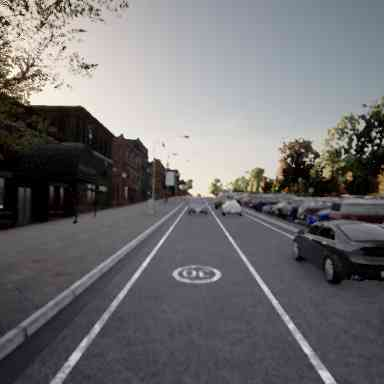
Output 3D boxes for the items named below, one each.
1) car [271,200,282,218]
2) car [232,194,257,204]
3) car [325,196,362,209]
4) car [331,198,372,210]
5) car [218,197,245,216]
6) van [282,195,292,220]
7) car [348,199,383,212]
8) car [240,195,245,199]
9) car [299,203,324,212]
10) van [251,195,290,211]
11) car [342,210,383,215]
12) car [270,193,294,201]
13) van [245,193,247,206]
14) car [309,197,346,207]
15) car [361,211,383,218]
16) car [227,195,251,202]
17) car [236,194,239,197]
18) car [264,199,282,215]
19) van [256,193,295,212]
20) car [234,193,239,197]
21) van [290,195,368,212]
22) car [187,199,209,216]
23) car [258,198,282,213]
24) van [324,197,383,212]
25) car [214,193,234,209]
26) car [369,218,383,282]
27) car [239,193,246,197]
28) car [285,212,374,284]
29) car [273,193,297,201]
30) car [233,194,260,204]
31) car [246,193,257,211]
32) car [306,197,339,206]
[{"bbox_3d":[9.482,1.672,27.985,4.792,1.488,2.163,1,0,1],"label":"car"},{"bbox_3d":[10.065,1.341,64.430,4.553,1.767,2.185,1,0,1],"label":"car"},{"bbox_3d":[22.965,1.564,50.639,4.553,1.767,2.185,1,0,1],"label":"car"},{"bbox_3d":[22.855,1.734,47.864,4.792,1.488,2.163,1,0,1],"label":"car"},{"bbox_3d":[3.880,1.579,33.282,1.812,1.442,4.674,1,0,2],"label":"car"},{"bbox_3d":[9.523,1.416,25.181,4.442,1.987,1.878,1,0,1],"label":"van"},{"bbox_3d":[22.972,1.734,42.310,5.366,1.575,1.946,1,0,1],"label":"car"},{"bbox_3d":[9.792,1.560,47.613,4.892,1.521,2.231,1,0,1],"label":"car"},{"bbox_3d":[9.300,1.633,19.575,5.008,1.535,2.097,1,0,1],"label":"car"},{"bbox_3d":[9.819,1.365,42.004,4.442,1.987,1.878,1,0,1],"label":"van"},{"bbox_3d":[9.209,1.660,13.969,4.674,1.452,2.002,1,0,1],"label":"car"},{"bbox_3d":[23.545,1.240,86.845,5.566,2.045,2.435,1,0,1],"label":"car"},{"bbox_3d":[9.868,1.350,44.807,4.442,1.987,1.878,1,0,1],"label":"van"},{"bbox_3d":[22.846,1.654,56.193,5.366,1.575,1.946,1,0,1],"label":"car"},{"bbox_3d":[8.972,1.608,11.170,5.366,1.575,1.946,1,0,1],"label":"car"},{"bbox_3d":[10.238,1.421,72.838,5.008,1.535,2.097,1,0,1],"label":"car"},{"bbox_3d":[9.895,1.568,53.219,4.674,1.452,2.002,1,0,1],"label":"car"},{"bbox_3d":[9.499,1.677,30.793,4.674,1.452,2.002,1,0,1],"label":"car"},{"bbox_3d":[9.720,1.395,36.400,4.442,1.987,1.878,1,0,1],"label":"van"},{"bbox_3d":[9.921,1.261,56.021,5.566,2.045,2.435,1,0,1],"label":"car"},{"bbox_3d":[9.240,1.411,22.384,4.442,1.987,1.878,1,0,1],"label":"van"},{"bbox_3d":[0.589,1.508,33.042,2.128,1.511,4.902,1,0,1],"label":"car"},{"bbox_3d":[9.558,1.630,33.596,4.892,1.521,2.231,1,0,1],"label":"car"},{"bbox_3d":[9.375,1.402,16.771,4.442,1.987,1.878,1,0,1],"label":"van"},{"bbox_3d":[4.074,1.371,45.026,2.097,1.767,4.553,1,0,1],"label":"car"},{"bbox_3d":[4.260,1.407,3.720,2.097,1.767,4.553,1,0,1],"label":"car"},{"bbox_3d":[9.881,1.418,50.414,4.553,1.767,2.185,1,0,1],"label":"car"},{"bbox_3d":[4.373,1.573,9.756,1.837,1.490,4.892,1,0,1],"label":"car"},{"bbox_3d":[23.499,1.255,84.184,5.566,2.045,2.435,1,0,1],"label":"car"},{"bbox_3d":[10.016,1.356,61.627,4.553,1.767,2.185,1,0,1],"label":"car"},{"bbox_3d":[9.625,1.353,39.203,5.566,2.045,2.435,1,0,1],"label":"car"},{"bbox_3d":[23.086,1.645,58.966,4.892,1.521,2.231,1,0,1],"label":"car"}]
